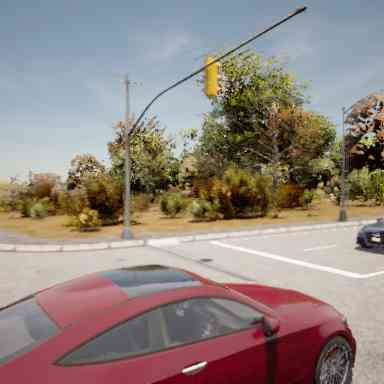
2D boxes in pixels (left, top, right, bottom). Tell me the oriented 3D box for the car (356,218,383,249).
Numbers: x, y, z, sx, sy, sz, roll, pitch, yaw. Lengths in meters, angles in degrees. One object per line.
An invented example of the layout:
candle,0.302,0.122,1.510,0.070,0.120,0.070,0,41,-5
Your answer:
car,8.391,1.501,12.930,4.181,1.385,1.994,-1,1,-28

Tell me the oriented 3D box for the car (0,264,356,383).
car,-0.250,1.520,3.415,4.674,1.442,1.812,0,0,-35
